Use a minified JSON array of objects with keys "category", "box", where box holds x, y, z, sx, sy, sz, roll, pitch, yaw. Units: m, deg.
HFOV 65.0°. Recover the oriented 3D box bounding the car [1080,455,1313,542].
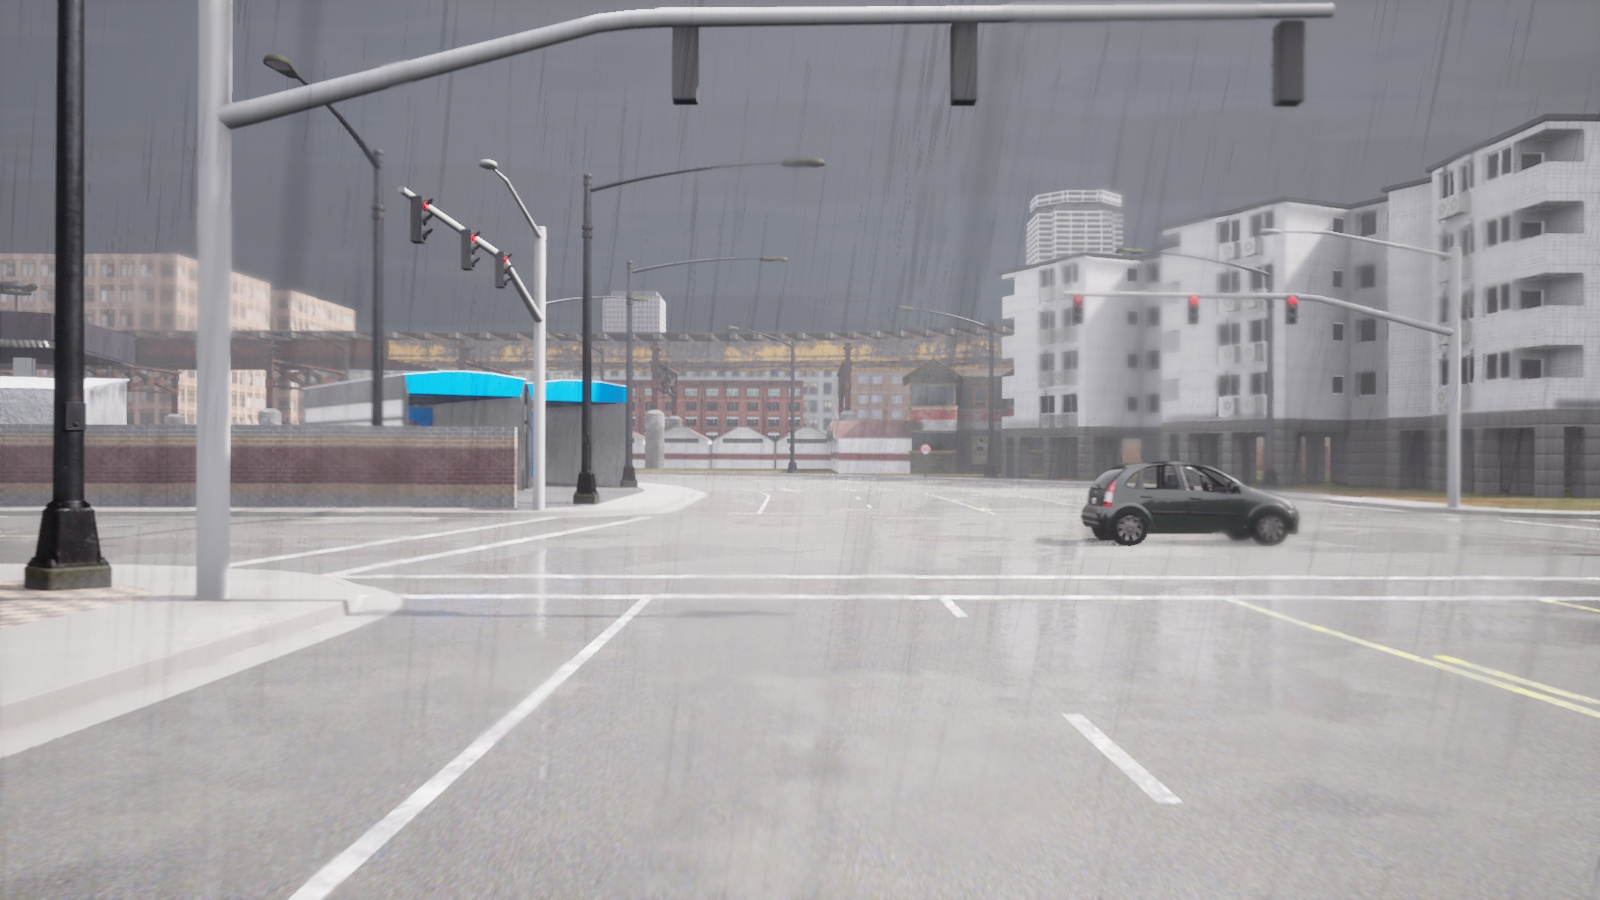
[{"category":"car","box":[7.729,0.920,24.724,3.988,1.617,1.851,0,0,-1]}]
